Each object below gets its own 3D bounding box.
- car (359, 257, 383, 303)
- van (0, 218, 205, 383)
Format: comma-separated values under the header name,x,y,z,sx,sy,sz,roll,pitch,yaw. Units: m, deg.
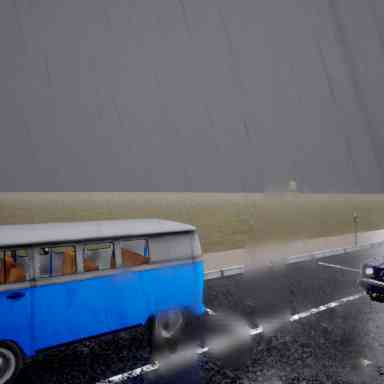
name,x,y,z,sx,sy,sz,roll,pitch,yaw
car,5.561,1.602,7.047,4.718,1.301,1.895,0,0,-36
van,-1.696,1.341,4.875,3.998,1.788,1.690,0,1,-36
